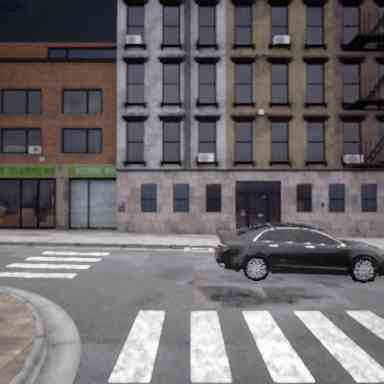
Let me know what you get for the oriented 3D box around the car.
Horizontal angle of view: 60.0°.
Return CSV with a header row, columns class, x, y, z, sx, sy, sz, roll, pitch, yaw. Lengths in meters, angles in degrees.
class,x,y,z,sx,sy,sz,roll,pitch,yaw
car,3.104,1.695,9.743,4.892,1.490,1.837,1,-1,0
